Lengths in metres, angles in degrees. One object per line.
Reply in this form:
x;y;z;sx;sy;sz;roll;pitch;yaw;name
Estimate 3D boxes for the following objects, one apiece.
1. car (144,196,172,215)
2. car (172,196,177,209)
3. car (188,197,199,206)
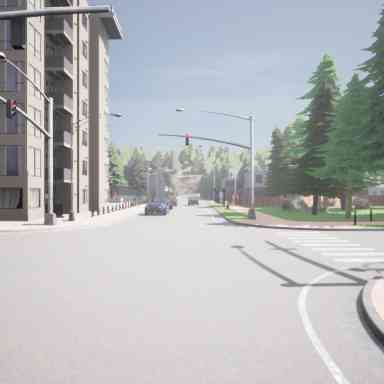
-3.455;1.352;33.300;2.097;1.767;4.553;0;0;0;car
-3.413;1.491;42.518;2.128;1.511;4.902;0;0;1;car
0.225;1.547;55.778;2.033;1.411;5.357;0;0;0;car
